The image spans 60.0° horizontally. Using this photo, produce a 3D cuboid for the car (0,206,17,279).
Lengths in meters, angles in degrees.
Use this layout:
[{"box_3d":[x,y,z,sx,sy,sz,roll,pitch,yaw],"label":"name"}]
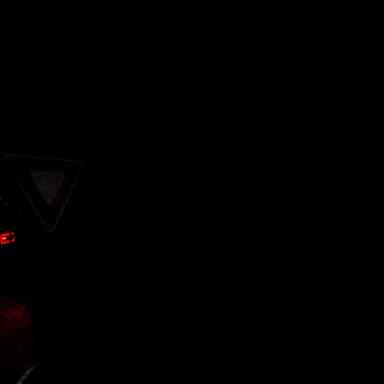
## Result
[{"box_3d":[-6.737,1.318,9.482,2.150,2.045,5.566,0,-1,-42],"label":"car"}]
